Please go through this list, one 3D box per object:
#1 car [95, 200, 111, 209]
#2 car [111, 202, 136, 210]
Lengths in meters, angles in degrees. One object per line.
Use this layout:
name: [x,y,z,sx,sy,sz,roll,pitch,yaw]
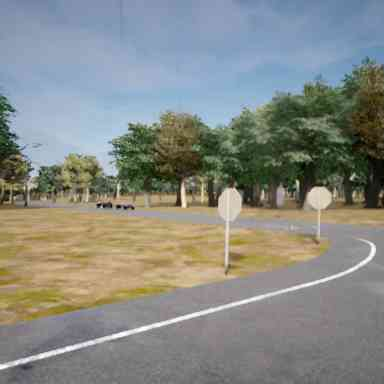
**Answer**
car: [-15.947,2.255,60.169,1.882,1.535,5.008,2,-2,-35]
car: [-10.728,2.229,52.677,1.895,1.301,4.718,2,-2,-34]
